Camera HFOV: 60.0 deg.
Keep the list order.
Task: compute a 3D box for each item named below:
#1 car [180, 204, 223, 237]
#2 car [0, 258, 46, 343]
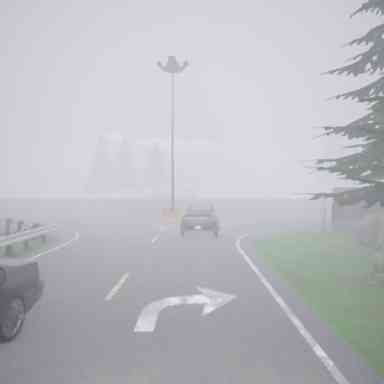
[{"bbox_3d":[0.553,1.366,17.355,2.128,1.511,4.902,0,0,7],"label":"car"},{"bbox_3d":[-3.549,1.518,3.625,2.033,1.411,5.357,0,0,1],"label":"car"}]
